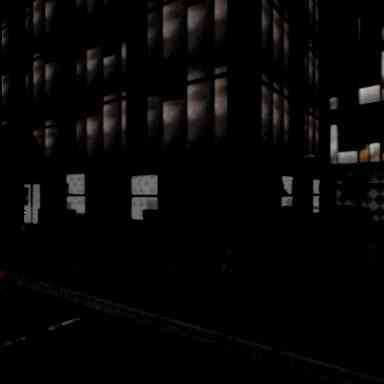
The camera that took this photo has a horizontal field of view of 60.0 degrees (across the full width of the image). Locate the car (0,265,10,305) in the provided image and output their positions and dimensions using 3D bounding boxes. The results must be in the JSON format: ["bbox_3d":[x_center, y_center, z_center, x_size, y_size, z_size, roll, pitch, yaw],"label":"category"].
[{"bbox_3d":[-5.235,1.589,6.608,4.206,1.307,1.802,0,0,36],"label":"car"}]
